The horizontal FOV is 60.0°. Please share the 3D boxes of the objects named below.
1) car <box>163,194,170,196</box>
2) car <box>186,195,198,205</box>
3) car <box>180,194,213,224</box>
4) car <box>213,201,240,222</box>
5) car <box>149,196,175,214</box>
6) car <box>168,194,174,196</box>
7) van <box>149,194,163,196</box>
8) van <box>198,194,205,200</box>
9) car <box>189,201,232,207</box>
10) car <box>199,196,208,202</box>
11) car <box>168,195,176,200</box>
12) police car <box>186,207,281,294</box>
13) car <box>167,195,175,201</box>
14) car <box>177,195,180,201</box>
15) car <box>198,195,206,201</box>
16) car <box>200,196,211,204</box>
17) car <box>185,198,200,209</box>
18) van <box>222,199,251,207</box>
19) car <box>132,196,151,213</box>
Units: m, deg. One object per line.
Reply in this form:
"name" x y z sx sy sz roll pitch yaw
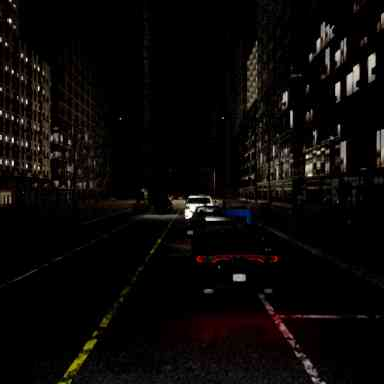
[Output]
"car" -5.698 1.555 60.746 2.008 1.369 4.403 0 0 0
"car" -0.006 1.356 60.130 2.097 1.767 4.553 0 0 0
"car" 0.658 1.223 24.913 2.150 2.045 5.566 0 0 4
"car" 2.686 1.526 26.908 1.752 1.417 4.829 0 0 0
"car" -3.003 1.479 35.160 1.882 1.535 5.008 0 0 0
"car" -5.700 1.321 72.082 2.192 1.841 5.009 0 0 0
"van" -5.697 1.344 49.411 1.690 1.788 3.998 0 0 0
"van" 2.679 1.350 94.754 1.690 1.788 3.998 0 0 0
"car" 0.899 1.478 18.804 1.882 1.535 5.008 0 0 0
"car" 2.681 1.551 77.750 1.887 1.381 4.507 0 0 0
"car" -5.702 1.574 94.754 1.947 1.339 4.313 0 0 0
"police car" 0.900 1.425 8.913 1.930 1.638 5.238 0 0 0
"car" -5.701 1.553 89.087 1.887 1.381 4.507 0 0 0
"car" -3.009 1.534 89.222 1.812 1.442 4.674 0 0 0
"car" 2.679 1.553 89.086 1.887 1.381 4.507 0 0 0
"car" 2.682 1.556 66.414 2.008 1.369 4.403 0 0 0
"car" 0.014 1.566 46.199 1.994 1.385 4.181 0 0 0
"van" 2.686 1.341 21.070 1.690 1.788 3.998 0 0 0
"car" -5.695 1.527 37.904 1.752 1.417 4.829 0 0 0
